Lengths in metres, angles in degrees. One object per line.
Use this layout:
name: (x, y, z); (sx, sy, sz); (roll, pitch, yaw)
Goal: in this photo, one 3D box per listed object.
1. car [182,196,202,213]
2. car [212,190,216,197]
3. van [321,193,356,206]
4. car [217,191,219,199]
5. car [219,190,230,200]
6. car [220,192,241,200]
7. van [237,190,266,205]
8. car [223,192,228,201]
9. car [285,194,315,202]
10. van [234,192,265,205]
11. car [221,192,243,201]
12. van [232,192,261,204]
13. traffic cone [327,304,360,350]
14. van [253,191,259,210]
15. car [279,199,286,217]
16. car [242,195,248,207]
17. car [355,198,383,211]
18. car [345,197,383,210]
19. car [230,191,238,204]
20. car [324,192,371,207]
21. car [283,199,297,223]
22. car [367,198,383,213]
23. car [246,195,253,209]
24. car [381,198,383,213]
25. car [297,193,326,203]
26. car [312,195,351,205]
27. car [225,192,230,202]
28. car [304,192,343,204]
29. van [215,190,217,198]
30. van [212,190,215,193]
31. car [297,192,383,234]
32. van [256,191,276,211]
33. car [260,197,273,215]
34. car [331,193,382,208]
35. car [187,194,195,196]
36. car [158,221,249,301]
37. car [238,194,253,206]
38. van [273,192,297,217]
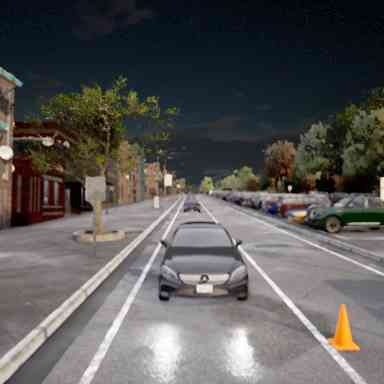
car: (-0.001, 1.446, 35.739); (2.033, 1.411, 5.357); (0, 0, 0)
car: (8.523, 0.953, 88.765); (4.792, 1.488, 2.163); (0, 1, -1)
van: (22.119, 1.084, 50.212); (4.442, 1.987, 1.878); (0, 1, -1)
car: (8.712, 0.868, 69.141); (5.566, 2.045, 2.435); (0, 1, -1)
car: (8.739, 0.896, 66.338); (5.566, 2.045, 2.435); (0, 1, -1)
car: (8.655, 0.938, 74.749); (4.553, 1.767, 2.185); (0, 1, -1)
van: (9.072, 1.116, 46.721); (4.442, 1.987, 1.878); (0, 0, -1)
car: (8.791, 1.215, 63.538); (4.674, 1.452, 2.002); (0, 1, -1)
car: (21.657, 1.141, 66.863); (5.366, 1.575, 1.946); (0, 1, -1)
van: (9.018, 1.061, 52.325); (4.442, 1.987, 1.878); (0, 1, -1)
car: (8.682, 0.965, 71.946); (4.553, 1.767, 2.185); (0, 1, -1)
van: (8.992, 1.033, 55.128); (4.442, 1.987, 1.878); (0, 1, -1)
traffic cone: (2.223, 1.953, 4.894); (0.340, 0.580, 0.340); (0, 0, 0)
van: (9.180, 1.187, 35.501); (4.442, 1.987, 1.878); (0, 0, -1)
car: (9.174, 1.483, 24.286); (4.674, 1.452, 2.002); (0, 0, -1)
car: (9.007, 1.424, 41.111); (4.674, 1.452, 2.002); (0, 0, -1)
car: (22.080, 1.430, 39.102); (4.792, 1.488, 2.163); (0, 0, -1)
car: (22.111, 1.411, 41.886); (4.792, 1.488, 2.163); (0, 0, -1)
car: (8.901, 1.063, 49.519); (5.566, 2.045, 2.435); (0, 1, -1)
car: (22.058, 1.086, 47.435); (5.566, 2.045, 2.435); (0, 1, -1)
car: (9.013, 1.445, 21.481); (5.366, 1.575, 1.946); (0, 0, -1)
car: (22.320, 1.409, 36.332); (5.366, 1.575, 1.946); (0, 0, -1)
car: (9.066, 1.431, 38.304); (4.792, 1.488, 2.163); (0, 0, -1)
car: (22.157, 1.422, 33.553); (5.008, 1.535, 2.097); (0, 0, -1)
car: (21.927, 1.074, 61.314); (4.553, 1.767, 2.185); (0, 1, -1)
car: (22.162, 1.280, 52.989); (5.366, 1.575, 1.946); (0, 1, -1)
car: (8.842, 1.232, 57.932); (4.892, 1.521, 2.231); (0, 1, -1)
car: (21.978, 1.004, 55.761); (5.566, 2.045, 2.435); (0, 1, -1)
van: (8.516, 0.782, 80.353); (4.442, 1.987, 1.878); (0, 1, -1)
van: (8.408, 0.670, 91.565); (4.442, 1.987, 1.878); (0, 1, -1)
car: (9.197, 1.203, 18.678); (5.566, 2.045, 2.435); (0, 0, -1)
van: (8.974, 1.198, 32.697); (4.442, 1.987, 1.878); (0, 0, -1)
car: (9.112, 1.431, 29.892); (5.008, 1.535, 2.097); (0, 0, -1)
car: (22.027, 1.109, 44.658); (5.566, 2.045, 2.435); (0, 0, -1)
car: (-0.198, 1.109, 71.682); (2.128, 1.511, 4.902); (0, 0, 0)
car: (0.223, 1.516, 8.451); (1.812, 1.442, 4.674); (0, 0, 0)
car: (8.989, 1.364, 43.914); (4.892, 1.521, 2.231); (0, 0, -1)
van: (9.261, 1.211, 27.089); (4.442, 1.987, 1.878); (0, 0, -1)
